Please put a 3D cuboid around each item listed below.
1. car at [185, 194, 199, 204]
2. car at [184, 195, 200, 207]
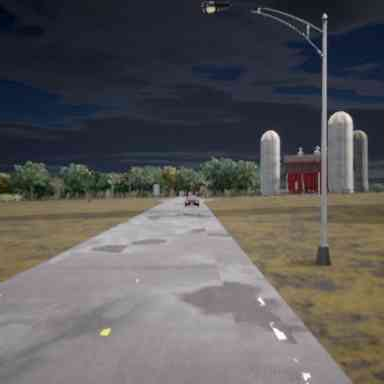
[{"bbox_3d":[0.002,1.087,52.297,1.994,1.385,4.181,0,0,0],"label":"car"},{"bbox_3d":[0.001,1.208,42.169,1.895,1.301,4.718,0,1,0],"label":"car"}]
